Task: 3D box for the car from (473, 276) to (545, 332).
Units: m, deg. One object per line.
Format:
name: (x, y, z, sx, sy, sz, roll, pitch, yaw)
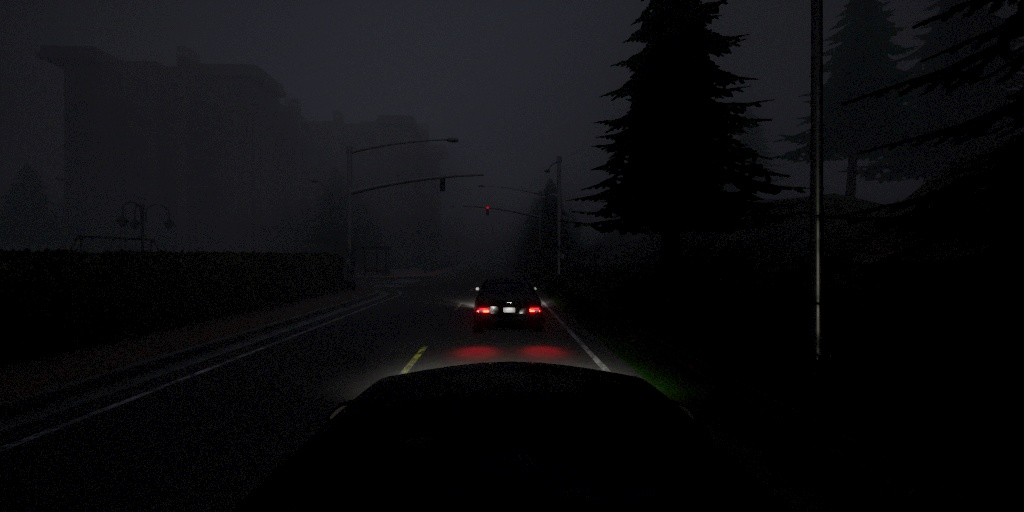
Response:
car: (-0.155, 1.297, 10.797, 2.033, 1.411, 5.357, 0, 0, -2)
